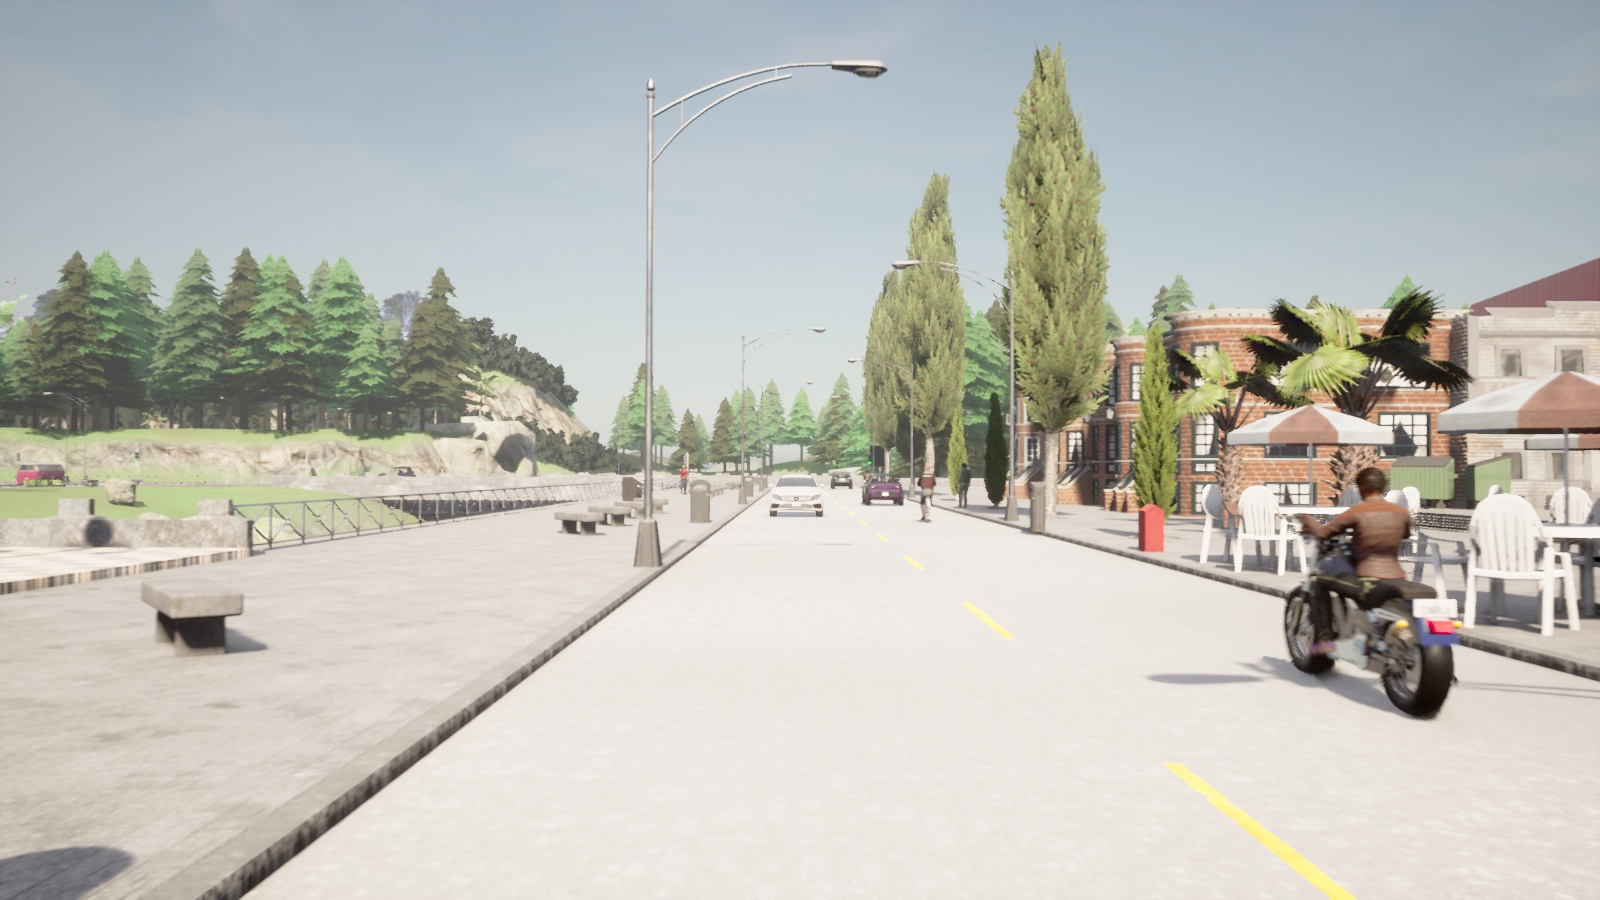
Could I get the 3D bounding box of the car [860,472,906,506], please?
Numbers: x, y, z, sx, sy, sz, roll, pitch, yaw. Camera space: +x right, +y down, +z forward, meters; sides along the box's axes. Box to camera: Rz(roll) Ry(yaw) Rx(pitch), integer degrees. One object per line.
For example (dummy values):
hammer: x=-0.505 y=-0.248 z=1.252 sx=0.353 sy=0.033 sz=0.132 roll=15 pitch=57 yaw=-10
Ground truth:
car: x=3.847 y=1.796 z=58.733 sx=1.816 sy=1.474 sz=4.193 roll=0 pitch=-1 yaw=0

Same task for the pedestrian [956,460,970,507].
pedestrian: x=6.411 y=1.327 z=49.458 sx=0.353 sy=1.847 sz=0.614 roll=0 pitch=-1 yaw=-11

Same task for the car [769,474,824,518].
car: x=-0.114 y=1.578 z=44.041 sx=1.812 sy=1.442 sz=4.674 roll=0 pitch=-1 yaw=0

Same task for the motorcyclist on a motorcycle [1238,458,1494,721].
motorcyclist on a motorcycle: x=3.975 y=0.901 z=9.093 sx=0.766 sy=1.649 sz=2.350 roll=0 pitch=-1 yaw=0
